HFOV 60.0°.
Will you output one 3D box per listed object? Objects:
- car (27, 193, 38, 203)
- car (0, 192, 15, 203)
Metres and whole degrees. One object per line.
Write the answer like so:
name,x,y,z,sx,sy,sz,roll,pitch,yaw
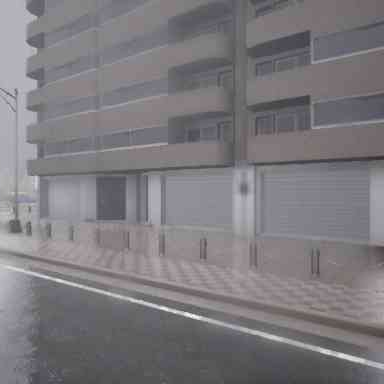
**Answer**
car,-32.493,1.450,71.162,1.970,1.475,3.806,0,0,35
car,-46.355,1.208,80.825,1.932,1.855,4.605,0,0,35
